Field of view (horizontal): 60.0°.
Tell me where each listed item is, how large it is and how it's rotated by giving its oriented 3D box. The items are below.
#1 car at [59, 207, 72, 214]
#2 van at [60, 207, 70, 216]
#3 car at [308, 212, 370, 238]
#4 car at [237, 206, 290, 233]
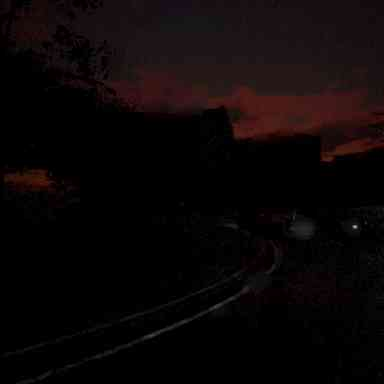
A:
[{"bbox_3d":[-25.053,3.943,66.742,2.002,1.452,4.674,2,-5,-23],"label":"car"},{"bbox_3d":[-29.397,4.503,76.954,1.878,1.987,4.442,0,-4,-23],"label":"van"},{"bbox_3d":[8.560,1.861,19.736,1.994,1.385,4.181,0,-1,-4],"label":"car"},{"bbox_3d":[4.725,1.697,22.644,2.097,1.767,4.553,0,-1,-13],"label":"car"}]
